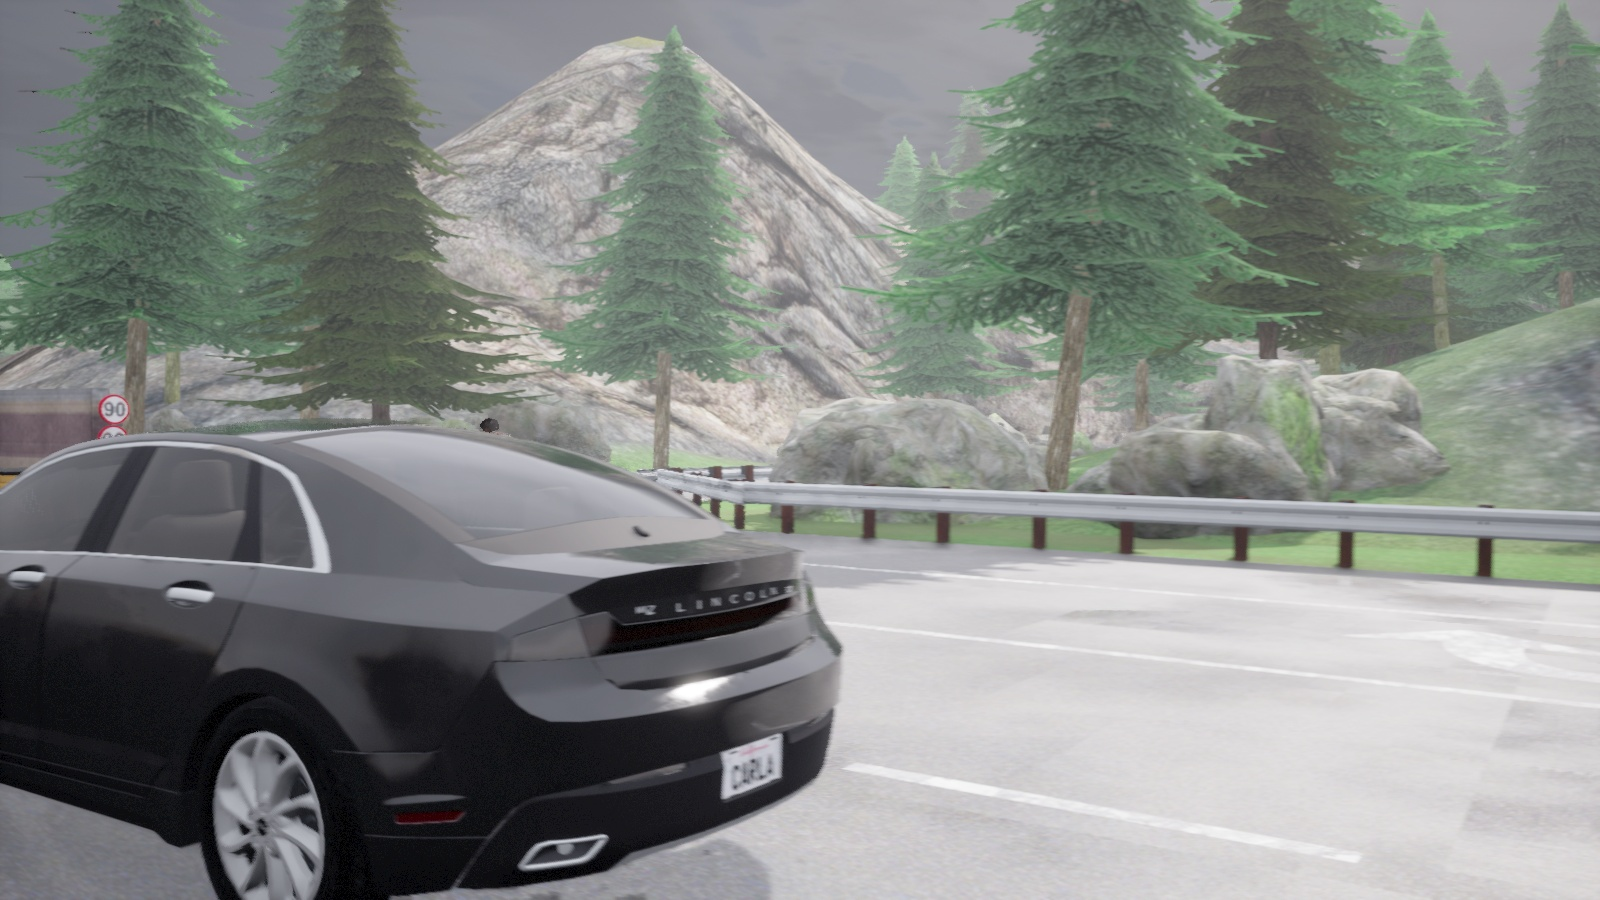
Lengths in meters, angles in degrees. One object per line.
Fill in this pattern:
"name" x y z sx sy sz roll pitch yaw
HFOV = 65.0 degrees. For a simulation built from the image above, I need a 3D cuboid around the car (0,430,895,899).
"car" -2.212 0.687 5.094 4.892 1.490 1.837 0 1 34
